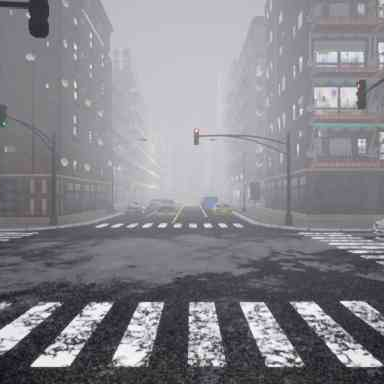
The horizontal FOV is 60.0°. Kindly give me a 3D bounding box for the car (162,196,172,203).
[{"bbox_3d":[-5.403,1.612,72.250,2.008,1.369,4.403,1,0,0],"label":"car"}]

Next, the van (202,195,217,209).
[{"bbox_3d":[2.550,1.366,44.034,1.690,1.788,3.998,1,0,0],"label":"van"}]

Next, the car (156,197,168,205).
[{"bbox_3d":[-5.388,1.627,60.934,1.802,1.307,4.206,1,0,0],"label":"car"}]

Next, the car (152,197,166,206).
[{"bbox_3d":[-5.380,1.563,55.106,1.752,1.417,4.829,1,0,0],"label":"car"}]

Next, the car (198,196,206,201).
[{"bbox_3d":[2.462,1.627,83.624,1.887,1.381,4.507,1,0,0],"label":"car"}]

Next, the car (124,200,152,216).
[{"bbox_3d":[-5.479,1.565,32.645,2.008,1.369,4.403,1,0,0],"label":"car"}]

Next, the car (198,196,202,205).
[{"bbox_3d":[2.510,1.347,49.688,2.192,1.841,5.009,1,0,0],"label":"car"}]

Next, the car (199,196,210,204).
[{"bbox_3d":[2.485,1.604,66.656,2.008,1.369,4.403,1,0,0],"label":"car"}]

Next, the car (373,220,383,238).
[{"bbox_3d":[11.002,1.525,15.469,4.674,1.442,1.812,0,-1,4],"label":"car"}]

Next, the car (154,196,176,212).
[{"bbox_3d":[-2.802,1.566,38.549,2.033,1.411,5.357,0,0,0],"label":"car"}]

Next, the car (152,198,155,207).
[{"bbox_3d":[-5.373,1.613,49.618,1.802,1.307,4.206,1,0,0],"label":"car"}]

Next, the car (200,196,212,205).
[{"bbox_3d":[2.493,1.485,61.000,1.967,1.590,4.097,1,0,0],"label":"car"}]

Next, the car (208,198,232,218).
[{"bbox_3d":[2.663,1.537,30.201,1.752,1.417,4.829,1,0,0],"label":"car"}]
